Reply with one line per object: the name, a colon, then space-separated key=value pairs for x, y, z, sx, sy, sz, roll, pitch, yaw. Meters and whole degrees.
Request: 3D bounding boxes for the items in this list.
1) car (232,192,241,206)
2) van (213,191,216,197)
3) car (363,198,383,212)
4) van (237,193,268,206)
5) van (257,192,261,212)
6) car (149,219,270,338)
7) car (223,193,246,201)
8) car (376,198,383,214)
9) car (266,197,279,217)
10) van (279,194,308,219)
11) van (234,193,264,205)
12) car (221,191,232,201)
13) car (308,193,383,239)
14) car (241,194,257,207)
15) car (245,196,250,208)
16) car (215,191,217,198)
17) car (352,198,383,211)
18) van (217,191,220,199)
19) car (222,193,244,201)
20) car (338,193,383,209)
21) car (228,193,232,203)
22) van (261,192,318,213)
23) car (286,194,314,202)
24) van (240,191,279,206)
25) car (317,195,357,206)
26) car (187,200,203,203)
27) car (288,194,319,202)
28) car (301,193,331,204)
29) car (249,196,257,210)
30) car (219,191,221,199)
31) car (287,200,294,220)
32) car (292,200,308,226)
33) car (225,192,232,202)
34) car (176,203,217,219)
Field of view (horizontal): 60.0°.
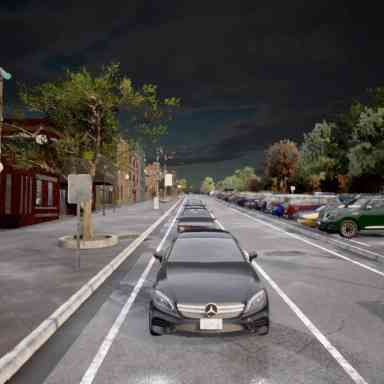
car: x=9.054 y=1.113 z=47.867 sx=5.566 sy=2.045 sz=2.435 roll=0 pitch=1 yaw=0
van: x=8.685 y=0.765 z=89.914 sx=4.442 sy=1.987 sz=1.878 roll=0 pitch=1 yaw=0
car: x=22.202 y=1.469 z=37.411 sx=4.792 sy=1.488 sz=2.163 roll=0 pitch=0 yaw=0
van: x=9.180 y=1.114 z=50.673 sx=4.442 sy=1.987 sz=1.878 roll=0 pitch=1 yaw=0
van: x=9.292 y=1.222 z=33.848 sx=4.442 sy=1.987 sz=1.878 roll=0 pitch=0 yaw=0
car: x=0.256 y=1.524 z=6.824 sx=1.812 sy=1.442 sz=4.674 roll=0 pitch=0 yaw=0
car: x=8.902 y=1.039 z=70.294 sx=4.553 sy=1.767 sz=2.185 roll=0 pitch=1 yaw=0
car: x=22.435 y=1.444 z=34.640 sx=5.366 sy=1.575 sz=1.946 roll=0 pitch=0 yaw=0
car: x=9.208 y=1.460 z=28.239 sx=5.008 sy=1.535 sz=2.097 roll=0 pitch=0 yaw=0
van: x=9.348 y=1.237 z=25.436 sx=4.442 sy=1.987 sz=1.878 roll=0 pitch=0 yaw=0
van: x=9.161 y=1.089 z=53.476 sx=4.442 sy=1.987 sz=1.878 roll=0 pitch=1 yaw=0
car: x=8.942 y=0.964 z=64.687 sx=5.566 sy=2.045 sz=2.435 roll=0 pitch=1 yaw=0
car: x=9.259 y=1.221 z=17.025 sx=5.566 sy=2.045 sz=2.435 roll=0 pitch=0 yaw=0
car: x=9.126 y=1.409 z=42.262 sx=4.892 sy=1.521 sz=2.231 roll=0 pitch=0 yaw=0
car: x=9.135 y=1.466 z=39.459 sx=4.674 sy=1.452 sz=2.002 roll=0 pitch=0 yaw=0
car: x=8.853 y=1.065 z=81.508 sx=5.008 sy=1.535 sz=2.097 roll=0 pitch=1 yaw=0
car: x=22.242 y=1.452 z=40.194 sx=4.792 sy=1.488 sz=2.163 roll=0 pitch=0 yaw=0
van: x=8.760 y=0.864 z=78.702 sx=4.442 sy=1.987 sz=1.878 roll=0 pitch=1 yaw=0
car: x=8.883 y=1.014 z=73.098 sx=4.553 sy=1.767 sz=2.185 roll=0 pitch=1 yaw=0
car: x=22.166 y=1.153 z=42.967 sx=5.566 sy=2.045 sz=2.435 roll=0 pitch=0 yaw=0
car: x=9.020 y=1.291 z=56.280 sx=4.892 sy=1.521 sz=2.231 roll=0 pitch=1 yaw=0
van: x=9.078 y=1.230 z=31.045 sx=4.442 sy=1.987 sz=1.878 roll=0 pitch=0 yaw=0
car: x=22.034 y=1.188 z=67.951 sx=4.892 sy=1.521 sz=2.231 roll=0 pitch=1 yaw=0
van: x=9.217 y=1.163 z=45.068 sx=4.442 sy=1.987 sz=1.878 roll=0 pitch=0 yaw=0
car: x=22.325 y=1.333 z=51.298 sx=5.366 sy=1.575 sz=1.946 roll=0 pitch=1 yaw=0
car: x=0.233 y=1.443 z=29.851 sx=2.128 sy=1.511 sz=4.902 roll=0 pitch=0 yaw=0
car: x=21.862 y=1.209 z=65.173 sx=5.366 sy=1.575 sz=1.946 roll=0 pitch=0 yaw=0
car: x=22.115 y=1.136 z=59.624 sx=4.553 sy=1.767 sz=2.185 roll=0 pitch=1 yaw=0
car: x=9.186 y=1.470 z=36.651 sx=4.792 sy=1.488 sz=2.163 roll=0 pitch=0 yaw=0
car: x=8.923 y=0.939 z=67.490 sx=5.566 sy=2.045 sz=2.435 roll=0 pitch=1 yaw=0
car: x=9.253 y=1.506 z=22.632 sx=4.674 sy=1.452 sz=2.002 roll=0 pitch=0 yaw=0
car: x=9.083 y=1.466 z=19.828 sx=5.366 sy=1.575 sz=1.946 roll=0 pitch=0 yaw=0
car: x=8.986 y=1.280 z=61.887 sx=4.674 sy=1.452 sz=2.002 roll=0 pitch=1 yaw=0
car: x=0.201 y=1.532 z=17.403 sx=2.033 sy=1.411 sz=5.357 roll=0 pitch=0 yaw=0
